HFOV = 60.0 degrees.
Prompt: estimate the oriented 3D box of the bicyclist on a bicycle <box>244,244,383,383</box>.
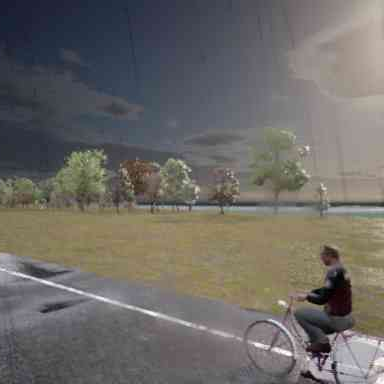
[{"bbox_3d":[1.431,1.489,3.949,1.843,1.776,0.659,0,-2,37],"label":"bicyclist on a bicycle"}]
